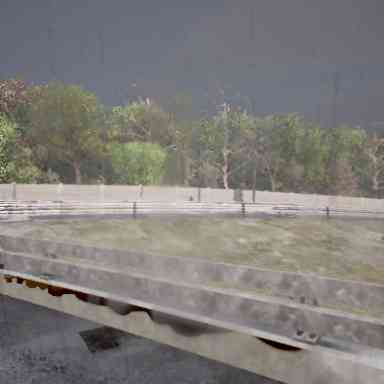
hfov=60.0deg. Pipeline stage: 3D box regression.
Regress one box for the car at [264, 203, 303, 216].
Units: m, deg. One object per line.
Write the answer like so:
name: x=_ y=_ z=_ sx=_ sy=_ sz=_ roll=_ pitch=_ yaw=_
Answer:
car: x=10.957 y=2.075 z=39.876 sx=5.008 sy=1.535 sz=1.882 roll=3 pitch=-1 yaw=-22
